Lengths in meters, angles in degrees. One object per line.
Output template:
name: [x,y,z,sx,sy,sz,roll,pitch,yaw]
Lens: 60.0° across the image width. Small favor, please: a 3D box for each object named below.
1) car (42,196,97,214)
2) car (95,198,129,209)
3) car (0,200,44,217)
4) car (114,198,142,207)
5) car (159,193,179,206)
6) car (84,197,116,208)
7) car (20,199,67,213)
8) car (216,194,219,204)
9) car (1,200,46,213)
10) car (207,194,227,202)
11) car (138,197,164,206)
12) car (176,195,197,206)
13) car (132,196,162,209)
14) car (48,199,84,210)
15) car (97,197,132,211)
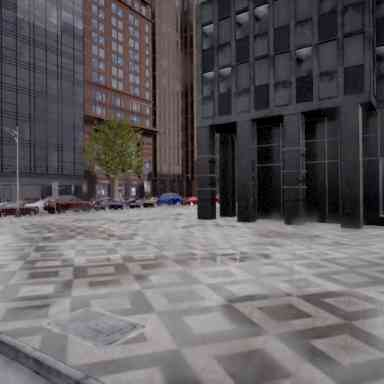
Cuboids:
car: [-12.811,1.291,34.457,2.192,1.841,5.009,-1,0,35]
car: [-11.196,1.538,46.932,1.812,1.442,4.674,-1,0,35]
car: [-16.013,1.577,29.816,1.802,1.307,4.206,-1,0,35]
car: [-10.206,1.614,53.223,1.802,1.307,4.206,-1,0,35]
car: [-3.156,1.175,52.971,2.150,2.045,5.566,-1,0,35]
car: [-13.413,1.485,48.583,1.967,1.590,4.097,-1,0,35]
car: [-17.051,1.568,38.465,1.812,1.442,4.674,-1,0,34]
car: [3.211,1.223,57.655,2.192,1.841,5.009,-1,0,35]
car: [-19.821,1.643,39.303,1.947,1.339,4.313,-1,0,35]
car: [5.816,1.297,76.426,2.192,1.841,5.009,-1,0,35]
car: [-7.099,1.546,57.723,1.752,1.417,4.829,-1,0,35]
car: [0.008,1.463,53.014,1.887,1.381,4.507,-1,0,35]
car: [-6.400,1.510,43.734,1.947,1.339,4.313,-1,0,35]
car: [-16.616,1.643,43.943,1.802,1.307,4.206,-1,0,35]
car: [-9.604,1.525,39.095,1.947,1.339,4.313,-1,0,35]
